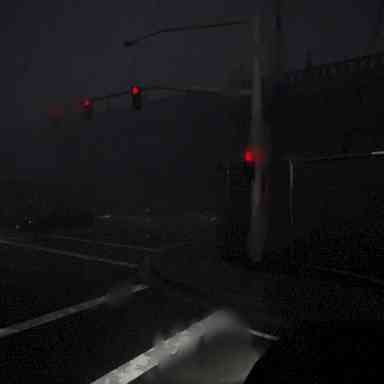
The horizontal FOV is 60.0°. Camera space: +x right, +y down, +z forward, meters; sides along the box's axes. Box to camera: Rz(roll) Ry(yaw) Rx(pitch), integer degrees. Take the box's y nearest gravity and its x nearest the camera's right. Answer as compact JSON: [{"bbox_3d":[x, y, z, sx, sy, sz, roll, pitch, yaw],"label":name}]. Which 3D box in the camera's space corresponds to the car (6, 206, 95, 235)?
[{"bbox_3d":[-7.904,1.579,19.506,1.812,1.442,4.674,0,0,35],"label":"car"}]

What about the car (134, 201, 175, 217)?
[{"bbox_3d":[-3.460,1.582,31.759,1.812,1.442,4.674,0,0,35],"label":"car"}]

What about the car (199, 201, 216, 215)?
[{"bbox_3d":[2.894,1.603,34.686,2.033,1.411,5.357,0,0,35],"label":"car"}]

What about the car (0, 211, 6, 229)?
[{"bbox_3d":[-10.868,1.619,21.376,1.994,1.385,4.181,0,0,35],"label":"car"}]

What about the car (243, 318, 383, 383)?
[{"bbox_3d":[2.940,1.547,1.869,5.357,1.411,2.033,0,0,36],"label":"car"}]
